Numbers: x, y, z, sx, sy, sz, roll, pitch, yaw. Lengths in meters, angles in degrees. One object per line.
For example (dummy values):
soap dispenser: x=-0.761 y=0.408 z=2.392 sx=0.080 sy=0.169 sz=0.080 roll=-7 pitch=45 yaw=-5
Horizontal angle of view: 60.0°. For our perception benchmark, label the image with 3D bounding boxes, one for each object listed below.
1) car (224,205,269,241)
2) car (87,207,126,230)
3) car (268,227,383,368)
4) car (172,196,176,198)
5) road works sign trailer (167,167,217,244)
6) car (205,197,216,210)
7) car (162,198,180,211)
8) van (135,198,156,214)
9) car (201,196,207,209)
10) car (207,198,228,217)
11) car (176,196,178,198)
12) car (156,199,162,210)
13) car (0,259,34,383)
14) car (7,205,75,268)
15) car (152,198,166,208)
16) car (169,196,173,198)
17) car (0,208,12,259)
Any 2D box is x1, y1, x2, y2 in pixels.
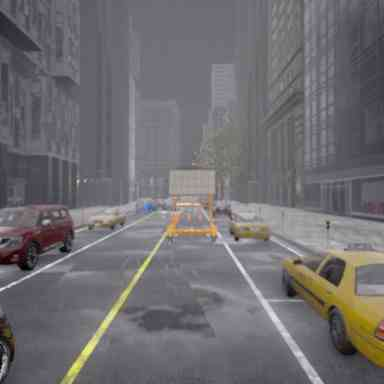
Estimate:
car: x=2.873 y=1.652 z=17.265 sx=1.752 sy=1.417 sz=4.829 roll=0 pitch=0 yaw=1
car: x=-5.659 y=1.689 z=22.514 sx=1.752 sy=1.417 sz=4.829 roll=0 pitch=0 yaw=1
car: x=2.862 y=1.572 z=5.952 sx=1.752 sy=1.417 sz=4.829 roll=0 pitch=0 yaw=0
car: x=-5.636 y=2.235 z=84.577 sx=1.752 sy=1.417 sz=4.829 roll=0 pitch=-1 yaw=0
road works sign trailer: x=0.006 y=0.585 z=16.384 sx=2.380 sy=3.560 sz=2.880 roll=0 pitch=0 yaw=0
car: x=2.874 y=1.732 z=39.620 sx=1.967 sy=1.590 sz=4.097 roll=0 pitch=0 yaw=0
car: x=-3.069 y=1.870 z=45.883 sx=1.812 sy=1.442 sz=4.674 roll=0 pitch=0 yaw=0
van: x=-5.651 y=1.632 z=39.639 sx=1.690 sy=1.788 sz=3.998 roll=0 pitch=0 yaw=0
car: x=2.877 y=1.705 z=50.900 sx=2.192 sy=1.841 sz=5.009 roll=0 pitch=-1 yaw=0
car: x=2.871 y=1.687 z=33.981 sx=1.967 sy=1.590 sz=4.097 roll=0 pitch=0 yaw=0
car: x=-5.635 y=2.088 z=90.387 sx=2.192 sy=1.841 sz=5.009 roll=0 pitch=-1 yaw=0
car: x=-5.650 y=1.905 z=45.276 sx=1.947 sy=1.339 sz=4.313 roll=0 pitch=0 yaw=0
car: x=-3.100 y=1.582 z=2.268 sx=1.994 sy=1.385 sz=4.181 roll=0 pitch=0 yaw=0
car: x=-5.662 y=1.401 z=11.448 sx=2.192 sy=1.841 sz=5.009 roll=0 pitch=0 yaw=0
car: x=-5.646 y=1.882 z=56.555 sx=1.967 sy=1.590 sz=4.097 roll=0 pitch=-1 yaw=0
car: x=-5.640 y=2.182 z=73.470 sx=1.802 sy=1.307 sz=4.206 roll=0 pitch=-1 yaw=0
car: x=-5.664 y=1.360 z=5.807 sx=2.192 sy=1.841 sz=5.009 roll=0 pitch=0 yaw=0
